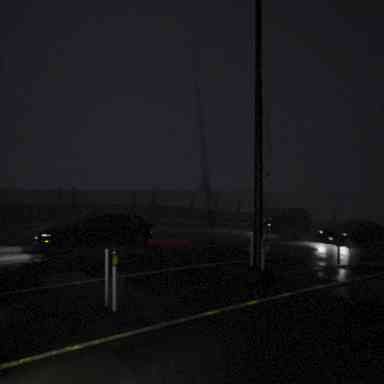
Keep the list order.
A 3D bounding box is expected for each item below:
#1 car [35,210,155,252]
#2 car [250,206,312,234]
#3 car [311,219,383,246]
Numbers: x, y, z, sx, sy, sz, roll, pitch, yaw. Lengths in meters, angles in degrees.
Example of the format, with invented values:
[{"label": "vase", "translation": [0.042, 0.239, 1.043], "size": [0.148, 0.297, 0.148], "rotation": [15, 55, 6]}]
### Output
[{"label": "car", "translation": [-3.946, 1.555, 14.072], "size": [4.892, 1.490, 1.837], "rotation": [1, -1, -35]}, {"label": "car", "translation": [7.140, 2.158, 26.262], "size": [5.566, 2.045, 2.150], "rotation": [6, -4, -35]}, {"label": "car", "translation": [9.647, 2.326, 19.440], "size": [5.357, 1.411, 2.033], "rotation": [6, -3, -35]}]
